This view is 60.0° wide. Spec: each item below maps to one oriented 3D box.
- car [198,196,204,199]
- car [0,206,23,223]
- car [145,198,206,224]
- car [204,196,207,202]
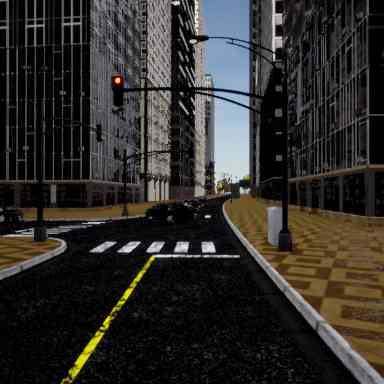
[{"bbox_3d":[0.422,1.487,57.439,2.033,1.411,5.357,0,0,7],"label":"car"},{"bbox_3d":[-16.497,1.854,28.020,4.403,1.369,2.008,-1,1,10],"label":"car"},{"bbox_3d":[-1.379,1.512,25.199,1.837,1.490,4.892,3,3,39],"label":"car"},{"bbox_3d":[2.076,1.446,69.583,2.033,1.411,5.357,0,0,8],"label":"car"}]
